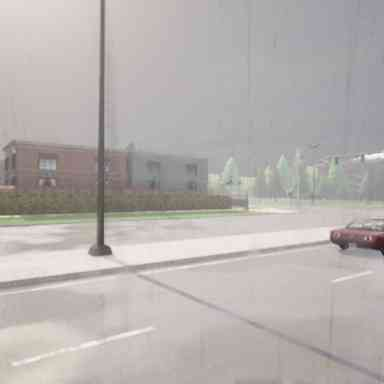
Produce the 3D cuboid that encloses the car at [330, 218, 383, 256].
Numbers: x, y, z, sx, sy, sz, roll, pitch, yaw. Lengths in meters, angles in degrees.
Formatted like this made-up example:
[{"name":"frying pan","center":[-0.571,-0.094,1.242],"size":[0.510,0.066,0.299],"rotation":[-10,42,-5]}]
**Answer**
[{"name":"car","center":[7.834,1.734,13.747],"size":[4.718,1.301,1.895],"rotation":[1,0,-35]}]
